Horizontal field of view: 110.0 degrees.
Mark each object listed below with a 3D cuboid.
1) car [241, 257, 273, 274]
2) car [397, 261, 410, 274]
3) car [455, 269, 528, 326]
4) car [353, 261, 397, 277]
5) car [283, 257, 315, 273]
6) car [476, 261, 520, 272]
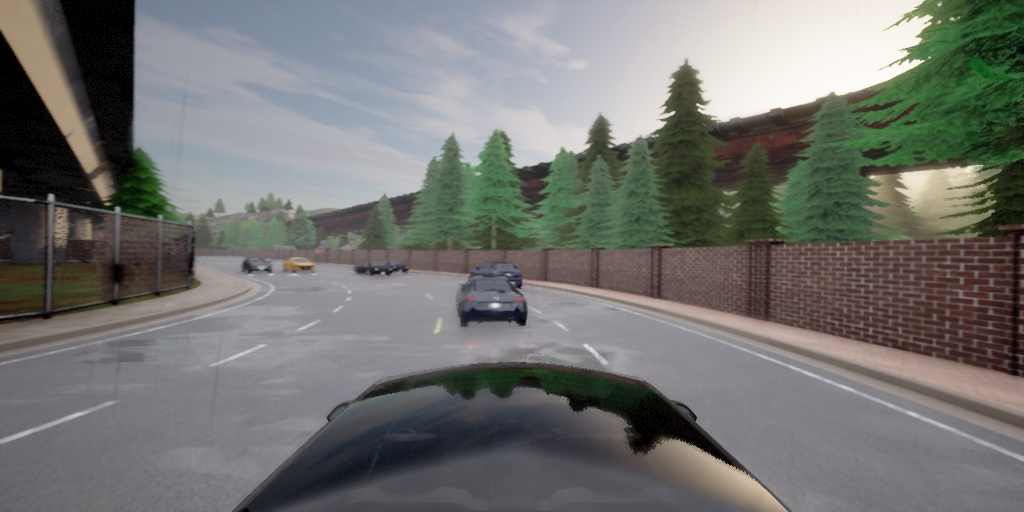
[{"bbox_3d":[-23.941,0.859,33.611,4.902,1.511,2.128,1,0,45],"label":"car"},{"bbox_3d":[-12.583,1.148,37.175,1.895,1.301,4.718,1,0,-44],"label":"car"},{"bbox_3d":[-0.795,1.308,11.691,1.994,1.385,4.181,1,0,-10],"label":"car"},{"bbox_3d":[-12.527,1.144,32.175,1.895,1.301,4.718,1,0,-44],"label":"car"},{"bbox_3d":[-21.480,0.878,36.100,5.008,1.535,1.882,1,0,45],"label":"car"},{"bbox_3d":[-1.133,1.099,22.810,2.097,1.767,4.553,1,0,-26],"label":"car"}]
